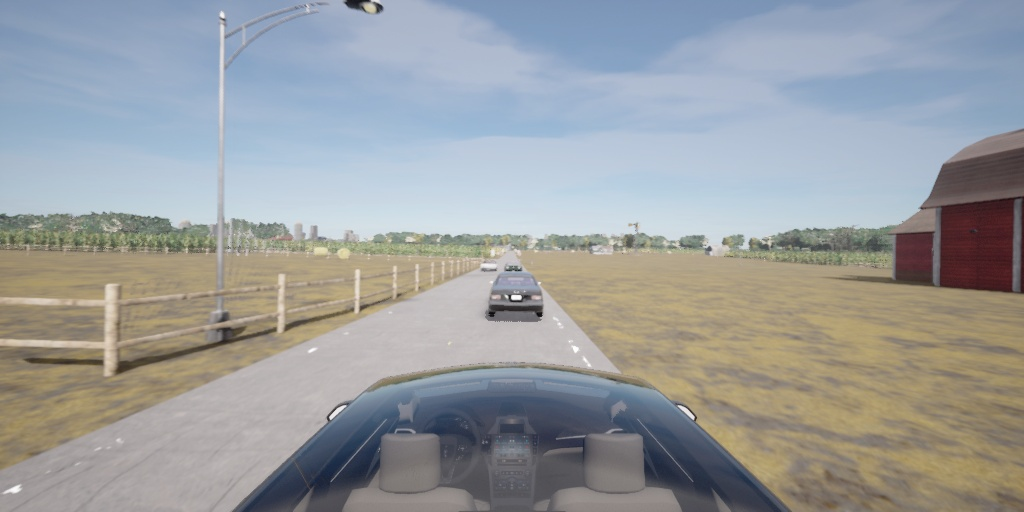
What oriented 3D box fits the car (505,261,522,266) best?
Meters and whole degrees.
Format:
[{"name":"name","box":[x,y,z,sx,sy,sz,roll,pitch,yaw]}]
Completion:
[{"name":"car","box":[0.140,1.221,38.795,1.895,1.301,4.718,1,0,0]}]

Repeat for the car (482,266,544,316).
[{"name":"car","box":[0.127,1.272,13.198,2.033,1.411,5.357,1,0,0]}]

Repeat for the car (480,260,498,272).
[{"name":"car","box":[-2.707,1.164,43.097,1.895,1.301,4.718,1,0,0]}]
